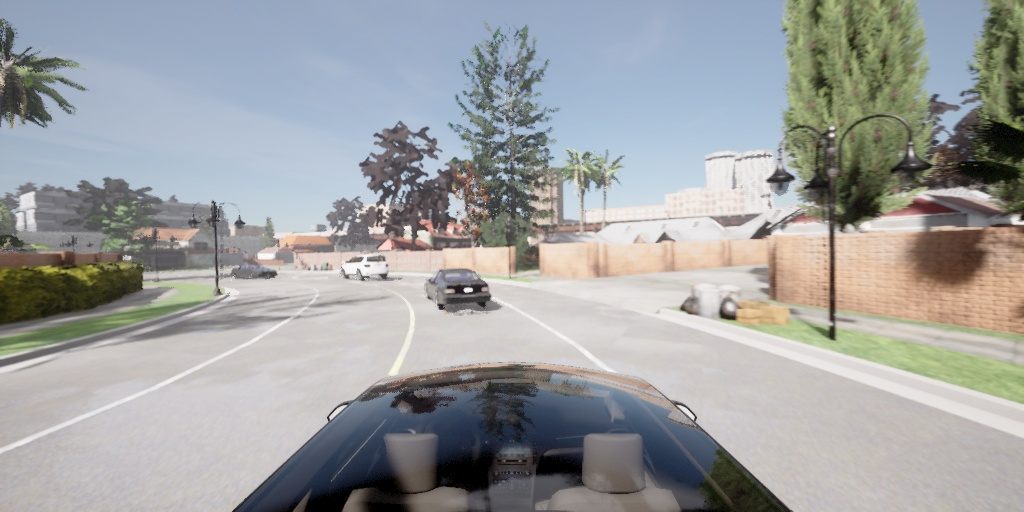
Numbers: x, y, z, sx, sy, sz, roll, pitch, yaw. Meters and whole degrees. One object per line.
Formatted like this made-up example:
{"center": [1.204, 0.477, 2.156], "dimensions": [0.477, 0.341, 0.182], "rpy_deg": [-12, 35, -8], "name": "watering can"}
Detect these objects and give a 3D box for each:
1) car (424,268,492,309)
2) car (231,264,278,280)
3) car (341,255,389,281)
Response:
{"center": [-2.335, 1.193, 14.443], "dimensions": [2.033, 1.411, 5.357], "rpy_deg": [-1, 1, -20], "name": "car"}
{"center": [-24.751, 1.490, 34.361], "dimensions": [5.357, 1.411, 2.033], "rpy_deg": [-1, 1, 29], "name": "car"}
{"center": [-12.206, 0.931, 29.677], "dimensions": [2.150, 2.045, 5.566], "rpy_deg": [-2, 1, -45], "name": "car"}
